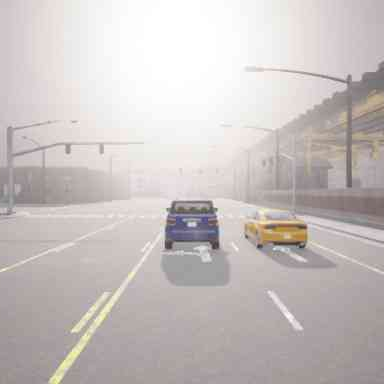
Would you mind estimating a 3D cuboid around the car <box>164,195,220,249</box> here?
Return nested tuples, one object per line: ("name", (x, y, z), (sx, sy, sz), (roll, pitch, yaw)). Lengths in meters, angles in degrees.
("car", (0.000, 1.257, 14.680), (2.150, 2.045, 5.566), (0, 0, 0))

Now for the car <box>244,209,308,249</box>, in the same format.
("car", (3.500, 1.484, 14.650), (1.882, 1.535, 5.008), (0, 0, 0))

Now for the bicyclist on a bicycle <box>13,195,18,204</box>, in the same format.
("bicyclist on a bicycle", (-31.174, 1.298, 58.685), (0.582, 1.620, 1.656), (0, 0, 0))
